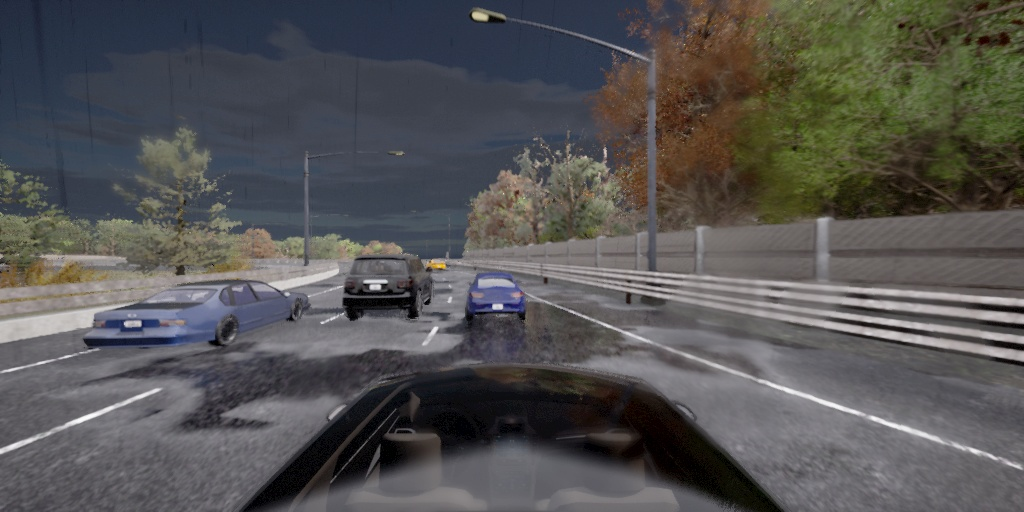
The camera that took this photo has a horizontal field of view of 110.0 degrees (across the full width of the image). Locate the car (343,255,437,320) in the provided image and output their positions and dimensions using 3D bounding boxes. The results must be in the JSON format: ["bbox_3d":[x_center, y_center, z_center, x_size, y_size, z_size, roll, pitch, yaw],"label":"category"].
[{"bbox_3d":[-4.174,0.972,12.869,2.150,2.045,5.566,0,0,-6],"label":"car"}]

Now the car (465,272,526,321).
[{"bbox_3d":[-0.624,1.264,12.403,1.812,1.442,4.674,0,0,-6],"label":"car"}]

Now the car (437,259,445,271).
[{"bbox_3d":[-10.282,1.203,48.385,1.882,1.535,5.008,0,0,-22],"label":"car"}]

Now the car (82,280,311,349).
[{"bbox_3d":[-7.305,1.314,9.219,2.033,1.411,5.357,0,0,-5],"label":"car"}]
